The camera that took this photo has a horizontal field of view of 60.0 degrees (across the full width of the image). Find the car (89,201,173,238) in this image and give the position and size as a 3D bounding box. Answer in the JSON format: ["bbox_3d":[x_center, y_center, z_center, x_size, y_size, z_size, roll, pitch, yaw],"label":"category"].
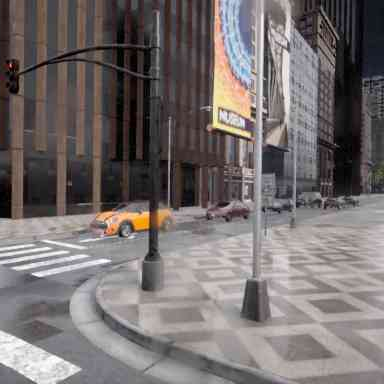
[{"bbox_3d":[-3.060,1.258,17.276,2.097,1.767,4.553,1,1,36],"label":"car"}]

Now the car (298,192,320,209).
[{"bbox_3d":[15.091,1.005,42.771,2.150,2.045,5.566,1,1,35],"label":"car"}]

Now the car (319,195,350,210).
[{"bbox_3d":[17.654,1.342,41.044,1.837,1.490,4.892,1,1,36],"label":"car"}]

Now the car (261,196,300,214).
[{"bbox_3d":[8.893,1.373,34.113,2.033,1.411,5.357,1,1,35],"label":"car"}]

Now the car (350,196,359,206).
[{"bbox_3d":[23.637,1.297,49.583,1.837,1.490,4.892,1,1,35],"label":"car"}]

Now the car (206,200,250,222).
[{"bbox_3d":[2.881,1.392,25.630,1.812,1.442,4.674,1,1,36],"label":"car"}]
